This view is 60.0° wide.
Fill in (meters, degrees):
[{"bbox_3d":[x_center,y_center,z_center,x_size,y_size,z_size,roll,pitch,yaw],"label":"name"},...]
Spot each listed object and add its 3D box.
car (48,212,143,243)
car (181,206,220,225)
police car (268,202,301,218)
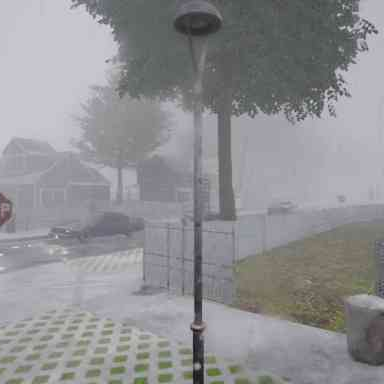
[{"bbox_3d":[-4.943,1.792,18.146,2.033,1.411,5.357,0,0,36],"label":"car"},{"bbox_3d":[1.057,1.859,26.376,1.812,1.442,4.674,0,0,36],"label":"car"},{"bbox_3d":[9.244,1.848,32.803,1.930,1.638,5.238,0,0,36],"label":"police car"}]
